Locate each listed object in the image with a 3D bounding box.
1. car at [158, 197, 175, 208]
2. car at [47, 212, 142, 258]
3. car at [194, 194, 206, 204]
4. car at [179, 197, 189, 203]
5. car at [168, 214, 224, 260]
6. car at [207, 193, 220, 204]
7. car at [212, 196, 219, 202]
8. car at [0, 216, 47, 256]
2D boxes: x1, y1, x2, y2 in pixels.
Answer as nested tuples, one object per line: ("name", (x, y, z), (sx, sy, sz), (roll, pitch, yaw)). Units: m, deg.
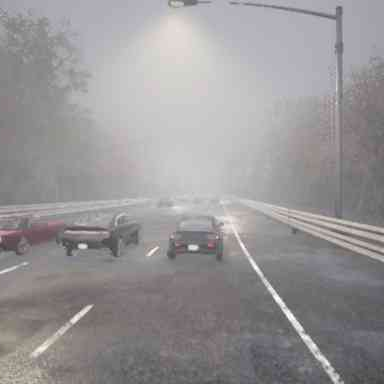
("car", (-3.803, 1.475, 50.078), (2.097, 1.767, 4.553), (0, 0, 5))
("car", (-3.259, 1.512, 12.936), (2.128, 1.511, 4.902), (0, 0, 5))
("car", (1.443, 1.691, 71.829), (1.882, 1.535, 5.008), (0, 0, 5))
("car", (-1.710, 1.793, 76.340), (1.895, 1.301, 4.718), (0, 0, 5))
("car", (0.230, 1.571, 12.653), (1.812, 1.442, 4.674), (0, 0, 5))
("car", (4.944, 1.595, 71.694), (2.097, 1.767, 4.553), (0, 0, 5))
("car", (6.244, 1.780, 87.999), (1.837, 1.490, 4.892), (0, 0, 5))
("car", (-6.746, 1.595, 13.215), (1.895, 1.301, 4.718), (0, 0, 5))
